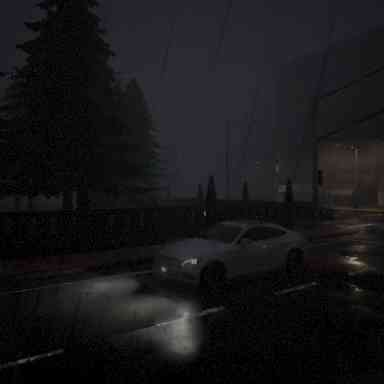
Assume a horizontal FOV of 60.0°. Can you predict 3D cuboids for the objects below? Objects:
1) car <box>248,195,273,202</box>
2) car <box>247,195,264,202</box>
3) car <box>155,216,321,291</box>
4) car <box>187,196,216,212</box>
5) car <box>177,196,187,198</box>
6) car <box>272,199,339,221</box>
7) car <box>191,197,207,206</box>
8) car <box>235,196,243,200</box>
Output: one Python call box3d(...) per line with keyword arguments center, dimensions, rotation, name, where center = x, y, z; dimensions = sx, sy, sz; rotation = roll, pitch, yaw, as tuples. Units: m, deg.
box3d(center=(7.858, 1.422, 34.361), dimensions=(1.882, 1.535, 5.008), rotation=(0, 0, -31), name="car")
box3d(center=(14.868, 1.469, 77.593), dimensions=(1.812, 1.442, 4.674), rotation=(0, 0, 40), name="car")
box3d(center=(1.258, 1.526, 9.098), dimensions=(4.674, 1.442, 1.812), rotation=(0, 0, -35), name="car")
box3d(center=(1.624, 1.297, 38.468), dimensions=(2.097, 1.767, 4.553), rotation=(0, 0, -24), name="car")
box3d(center=(-2.003, 1.492, 64.460), dimensions=(2.033, 1.411, 5.357), rotation=(0, 0, 10), name="car")
box3d(center=(9.074, 1.436, 26.082), dimensions=(2.128, 1.511, 4.902), rotation=(0, 0, -33), name="car")
box3d(center=(0.979, 1.492, 53.224), dimensions=(2.033, 1.411, 5.357), rotation=(0, 0, -5), name="car")
box3d(center=(10.077, 1.492, 68.480), dimensions=(2.033, 1.411, 5.357), rotation=(0, 0, 20), name="car")
